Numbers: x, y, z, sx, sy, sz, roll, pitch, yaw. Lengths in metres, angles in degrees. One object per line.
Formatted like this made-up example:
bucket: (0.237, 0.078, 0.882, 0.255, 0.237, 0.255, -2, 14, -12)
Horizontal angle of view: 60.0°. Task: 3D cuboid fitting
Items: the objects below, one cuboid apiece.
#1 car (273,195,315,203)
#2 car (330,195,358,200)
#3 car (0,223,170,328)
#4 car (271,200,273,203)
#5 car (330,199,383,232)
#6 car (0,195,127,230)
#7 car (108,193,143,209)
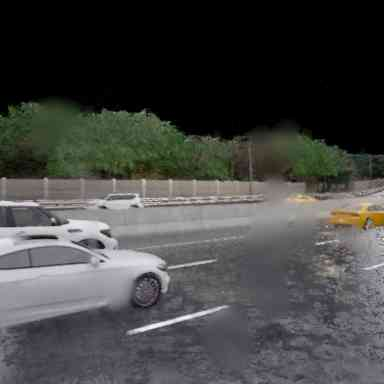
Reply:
car: (12.084, 1.168, 38.250, 5.008, 1.535, 1.882, -1, 0, -35)
car: (16.845, 1.128, 37.310, 4.902, 1.511, 2.128, -1, 1, -35)
car: (-2.644, 1.526, 6.156, 4.674, 1.442, 1.812, 0, 0, -35)
car: (12.194, 1.155, 42.597, 4.892, 1.490, 1.837, 0, 0, -35)
car: (10.162, 1.361, 19.532, 5.008, 1.535, 1.882, -1, 1, -35)
car: (-4.840, 1.222, 8.891, 5.566, 2.045, 2.150, 0, 0, -35)
car: (-7.629, 1.176, 32.910, 5.566, 2.045, 2.150, 0, 0, -35)
